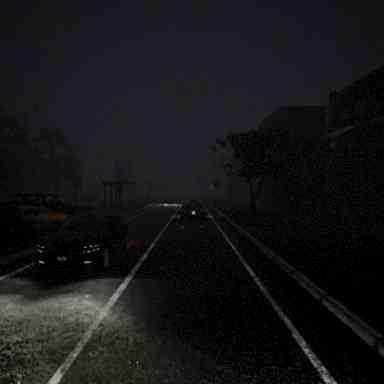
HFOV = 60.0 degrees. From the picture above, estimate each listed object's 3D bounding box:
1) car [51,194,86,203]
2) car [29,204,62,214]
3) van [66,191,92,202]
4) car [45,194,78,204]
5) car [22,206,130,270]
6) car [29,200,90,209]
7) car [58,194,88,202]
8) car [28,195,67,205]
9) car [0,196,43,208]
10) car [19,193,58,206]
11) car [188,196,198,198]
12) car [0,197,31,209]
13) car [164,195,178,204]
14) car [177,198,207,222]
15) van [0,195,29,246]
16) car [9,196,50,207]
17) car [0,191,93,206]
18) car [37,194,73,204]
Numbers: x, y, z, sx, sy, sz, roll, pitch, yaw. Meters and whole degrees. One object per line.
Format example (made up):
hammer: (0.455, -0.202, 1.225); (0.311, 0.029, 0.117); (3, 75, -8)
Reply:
car: (-21.914, 1.127, 59.193); (5.366, 1.575, 1.946); (0, 0, 0)
car: (-8.976, 1.465, 15.616); (4.674, 1.452, 2.002); (0, 0, 0)
van: (-21.989, 0.870, 64.742); (4.442, 1.987, 1.878); (0, 0, 0)
car: (-22.126, 1.177, 56.419); (4.792, 1.488, 2.163); (0, 0, 0)
car: (-3.346, 1.433, 11.038); (1.882, 1.535, 5.008); (0, 0, 0)
car: (-8.791, 1.402, 18.419); (5.366, 1.575, 1.946); (0, 0, 0)
car: (-22.133, 1.143, 61.970); (4.792, 1.488, 2.163); (0, 0, 0)
car: (-22.097, 1.183, 50.869); (5.008, 1.535, 2.097); (0, 0, 0)
car: (-22.077, 1.238, 42.542); (5.008, 1.535, 2.097); (0, 0, 0)
car: (-22.119, 1.076, 48.092); (4.553, 1.767, 2.185); (0, 0, 0)
car: (0.117, 1.269, 41.946); (1.812, 1.442, 4.674); (0, 1, 0)
car: (-22.076, 1.297, 39.765); (4.674, 1.452, 2.002); (0, 0, 0)
car: (-3.307, 1.162, 52.801); (1.994, 1.385, 4.181); (0, 1, 0)
car: (0.107, 1.435, 25.342); (1.994, 1.385, 4.181); (0, 0, 0)
van: (-9.087, 1.218, 12.811); (4.442, 1.987, 1.878); (0, 0, 0)
car: (-22.083, 1.260, 45.318); (4.674, 1.452, 2.002); (0, 0, 0)
car: (-8.951, 1.134, 21.221); (5.566, 2.045, 2.435); (0, 0, 0)
car: (-22.088, 1.166, 53.644); (4.892, 1.521, 2.231); (0, 0, 0)
